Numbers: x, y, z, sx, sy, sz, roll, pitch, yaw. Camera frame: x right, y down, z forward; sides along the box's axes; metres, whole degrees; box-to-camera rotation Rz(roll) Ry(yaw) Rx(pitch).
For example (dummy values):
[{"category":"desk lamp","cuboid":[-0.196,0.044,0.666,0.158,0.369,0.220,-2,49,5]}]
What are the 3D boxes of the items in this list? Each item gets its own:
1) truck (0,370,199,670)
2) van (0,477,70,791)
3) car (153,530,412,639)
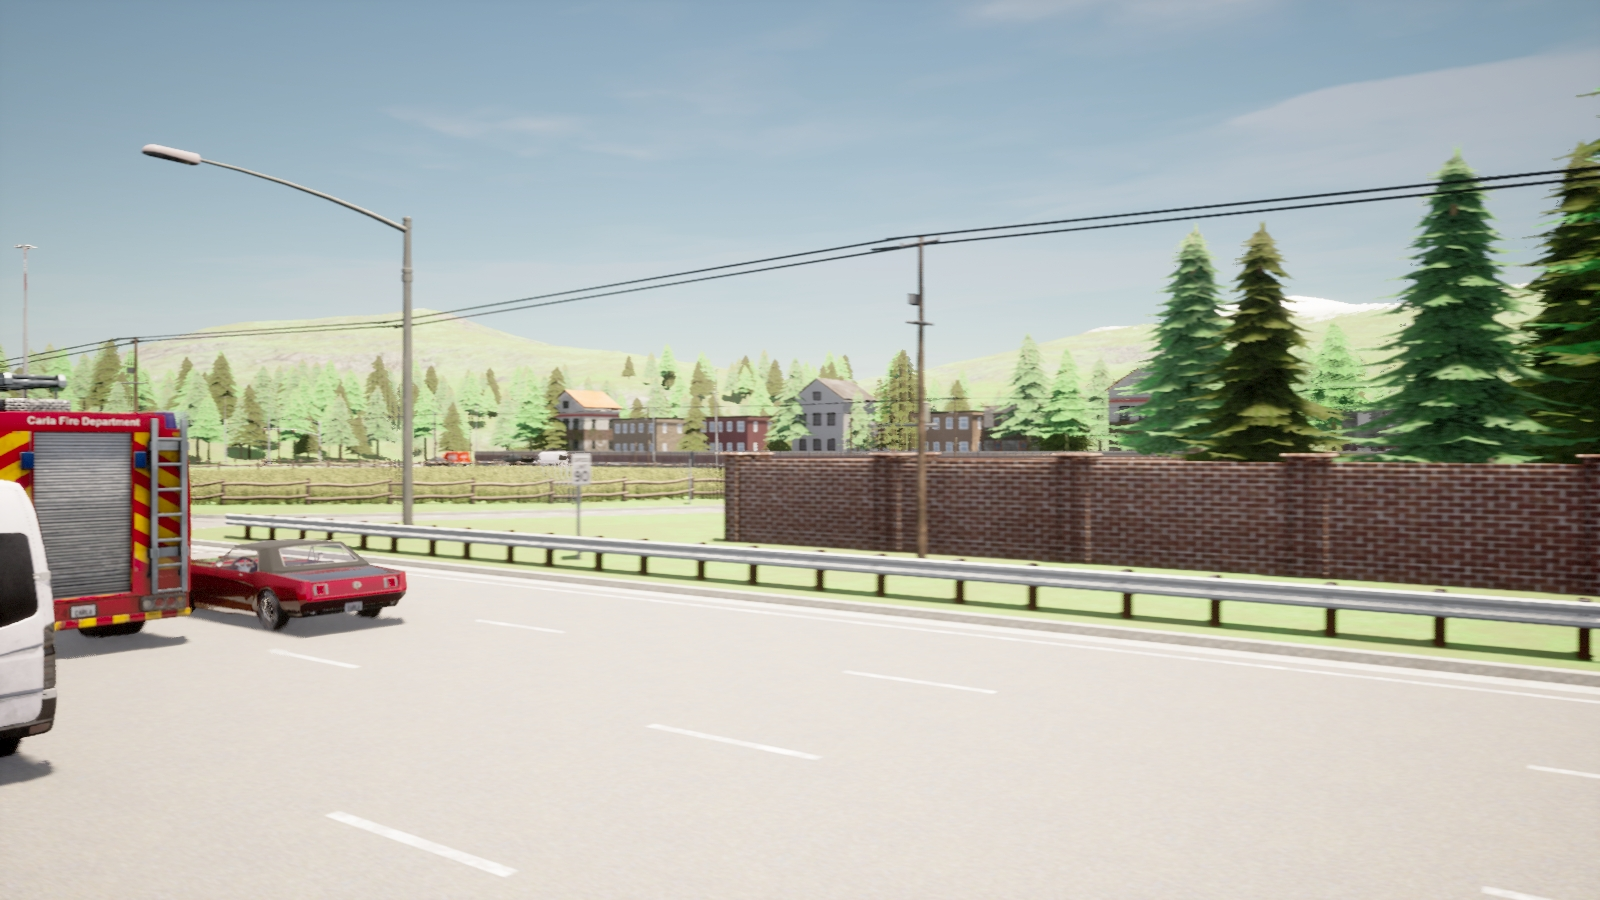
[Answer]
[{"category":"truck","cuboid":[-12.985,0.887,17.912,8.468,3.827,2.891,0,0,36]},{"category":"van","cuboid":[-9.262,1.533,10.809,5.915,2.561,1.988,0,0,36]},{"category":"car","cuboid":[-8.738,2.150,19.121,4.718,1.301,1.895,0,0,36]}]
